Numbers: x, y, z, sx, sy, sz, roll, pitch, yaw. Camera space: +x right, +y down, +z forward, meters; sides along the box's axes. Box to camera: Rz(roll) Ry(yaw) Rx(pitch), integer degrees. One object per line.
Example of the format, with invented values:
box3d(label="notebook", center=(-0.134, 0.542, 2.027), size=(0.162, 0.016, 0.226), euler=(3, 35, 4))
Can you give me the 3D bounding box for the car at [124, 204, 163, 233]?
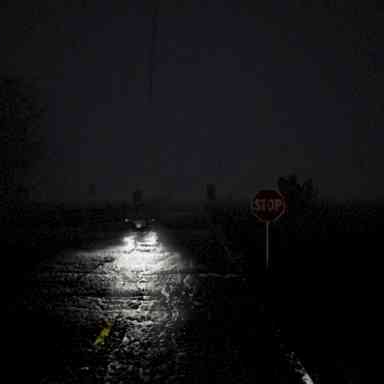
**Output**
box3d(label="car", center=(-2.807, 1.508, 19.959), size=(2.128, 1.511, 4.902), euler=(0, 0, 0))
